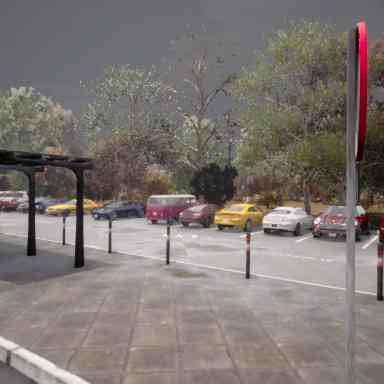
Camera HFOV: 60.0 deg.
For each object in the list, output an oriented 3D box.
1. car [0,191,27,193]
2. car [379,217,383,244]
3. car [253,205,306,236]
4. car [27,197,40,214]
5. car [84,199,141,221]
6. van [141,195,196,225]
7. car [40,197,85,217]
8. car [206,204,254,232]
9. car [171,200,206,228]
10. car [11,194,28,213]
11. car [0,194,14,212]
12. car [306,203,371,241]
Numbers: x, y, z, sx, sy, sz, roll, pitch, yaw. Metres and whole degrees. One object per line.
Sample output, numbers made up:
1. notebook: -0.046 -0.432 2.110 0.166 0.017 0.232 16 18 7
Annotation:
1. car: -21.605 0.950 38.102 2.435 2.045 5.566 1 0 36
2. car: 10.050 1.553 15.571 2.097 1.535 5.008 1 0 35
3. car: 5.526 1.542 18.787 2.002 1.452 4.674 1 0 35
4. car: -12.535 1.331 31.704 2.163 1.488 4.792 1 0 35
5. car: -5.789 1.405 26.822 2.163 1.488 4.792 1 0 35
6. van: -1.183 1.200 23.717 1.878 1.987 4.442 1 0 35
7. car: -10.400 1.323 29.918 1.946 1.575 5.366 1 0 36
8. car: 3.265 1.476 20.396 2.097 1.535 5.008 1 0 35
9. car: 1.004 1.491 22.010 2.002 1.452 4.674 1 0 36
10. car: -14.807 1.277 33.297 2.231 1.521 4.892 1 0 35
11. car: -17.067 1.251 34.908 2.097 1.535 5.008 1 0 35
12. car: 7.806 1.402 17.202 2.185 1.767 4.553 1 0 35
